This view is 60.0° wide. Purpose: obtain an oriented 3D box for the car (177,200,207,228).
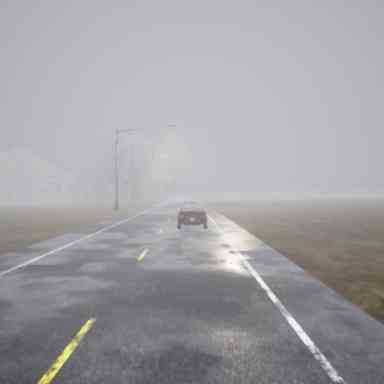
[{"bbox_3d":[0.006,1.519,22.513,1.882,1.535,5.008,0,0,0],"label":"car"}]
